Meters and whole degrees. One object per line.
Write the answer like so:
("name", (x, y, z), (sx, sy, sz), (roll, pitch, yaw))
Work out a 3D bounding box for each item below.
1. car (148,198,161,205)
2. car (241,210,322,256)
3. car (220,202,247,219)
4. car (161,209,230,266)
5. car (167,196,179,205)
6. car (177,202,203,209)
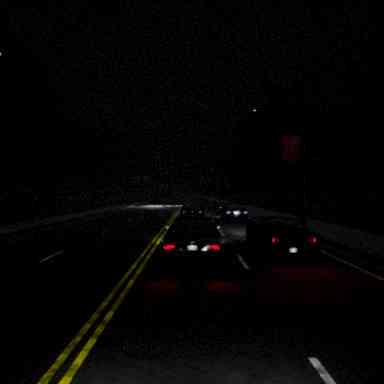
("car", (-6.546, 1.645, 58.739), (1.895, 1.301, 4.718), (0, 0, 1))
("car", (3.292, 1.583, 12.956), (1.895, 1.301, 4.718), (0, 0, 0))
("car", (3.280, 1.521, 26.437), (2.033, 1.411, 5.357), (0, 0, 1))
("car", (0.029, 1.532, 11.400), (2.033, 1.411, 5.357), (0, 0, 1))
("car", (-3.301, 1.549, 58.755), (1.837, 1.490, 4.892), (0, 0, 0))
("car", (0.043, 1.575, 27.964), (1.895, 1.301, 4.718), (0, 0, 0))
